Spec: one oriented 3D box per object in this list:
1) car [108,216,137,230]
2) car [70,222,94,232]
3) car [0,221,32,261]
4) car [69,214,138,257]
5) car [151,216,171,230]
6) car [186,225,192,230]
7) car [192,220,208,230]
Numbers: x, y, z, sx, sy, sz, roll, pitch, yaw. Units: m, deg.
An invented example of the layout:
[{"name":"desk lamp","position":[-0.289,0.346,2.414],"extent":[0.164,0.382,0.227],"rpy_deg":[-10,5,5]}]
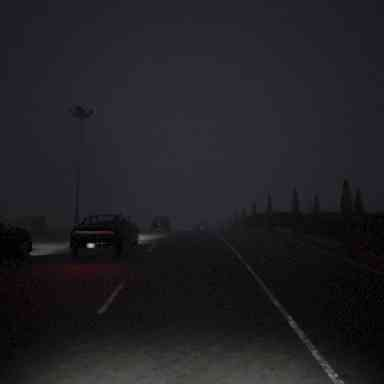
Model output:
[{"name":"car","position":[-6.883,3.166,33.591],"extent":[1.895,1.301,4.718],"rpy_deg":[0,-6,0]},{"name":"car","position":[-17.518,5.697,53.267],"extent":[2.033,1.411,5.357],"rpy_deg":[0,-8,1]},{"name":"car","position":[-6.895,1.440,10.324],"extent":[2.097,1.767,4.553],"rpy_deg":[0,-1,0]},{"name":"car","position":[-3.393,1.650,13.584],"extent":[2.128,1.511,4.902],"rpy_deg":[0,-2,0]},{"name":"car","position":[-3.382,3.463,36.976],"extent":[2.128,1.511,4.902],"rpy_deg":[0,-7,0]},{"name":"car","position":[0.033,7.086,63.896],"extent":[1.837,1.490,4.892],"rpy_deg":[0,-8,0]},{"name":"car","position":[1.248,4.607,45.290],"extent":[1.812,1.442,4.674],"rpy_deg":[0,-8,0]}]
